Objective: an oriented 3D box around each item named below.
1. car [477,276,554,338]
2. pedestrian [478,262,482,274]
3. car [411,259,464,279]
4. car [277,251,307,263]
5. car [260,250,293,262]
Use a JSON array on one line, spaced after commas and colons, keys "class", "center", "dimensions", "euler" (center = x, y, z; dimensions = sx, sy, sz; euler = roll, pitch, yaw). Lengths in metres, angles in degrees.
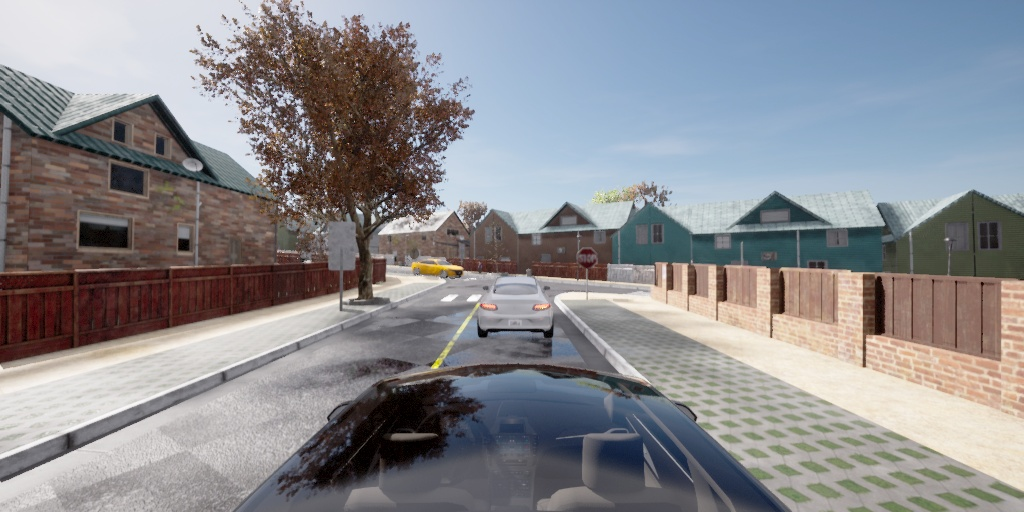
[{"class": "car", "center": [0.116, 1.278, 10.066], "dimensions": [1.812, 1.442, 4.674], "euler": [0, 0, 1]}, {"class": "pedestrian", "center": [-3.147, 1.115, 35.458], "dimensions": [0.375, 1.300, 0.375], "euler": [-1, -5, 32]}, {"class": "car", "center": [-6.348, 1.029, 30.553], "dimensions": [5.008, 1.535, 1.882], "euler": [3, 0, 32]}, {"class": "car", "center": [-26.854, 0.362, 43.397], "dimensions": [4.718, 1.301, 1.895], "euler": [2, 0, 32]}, {"class": "car", "center": [-33.443, 0.009, 50.870], "dimensions": [5.008, 1.535, 1.882], "euler": [2, 0, 32]}]
